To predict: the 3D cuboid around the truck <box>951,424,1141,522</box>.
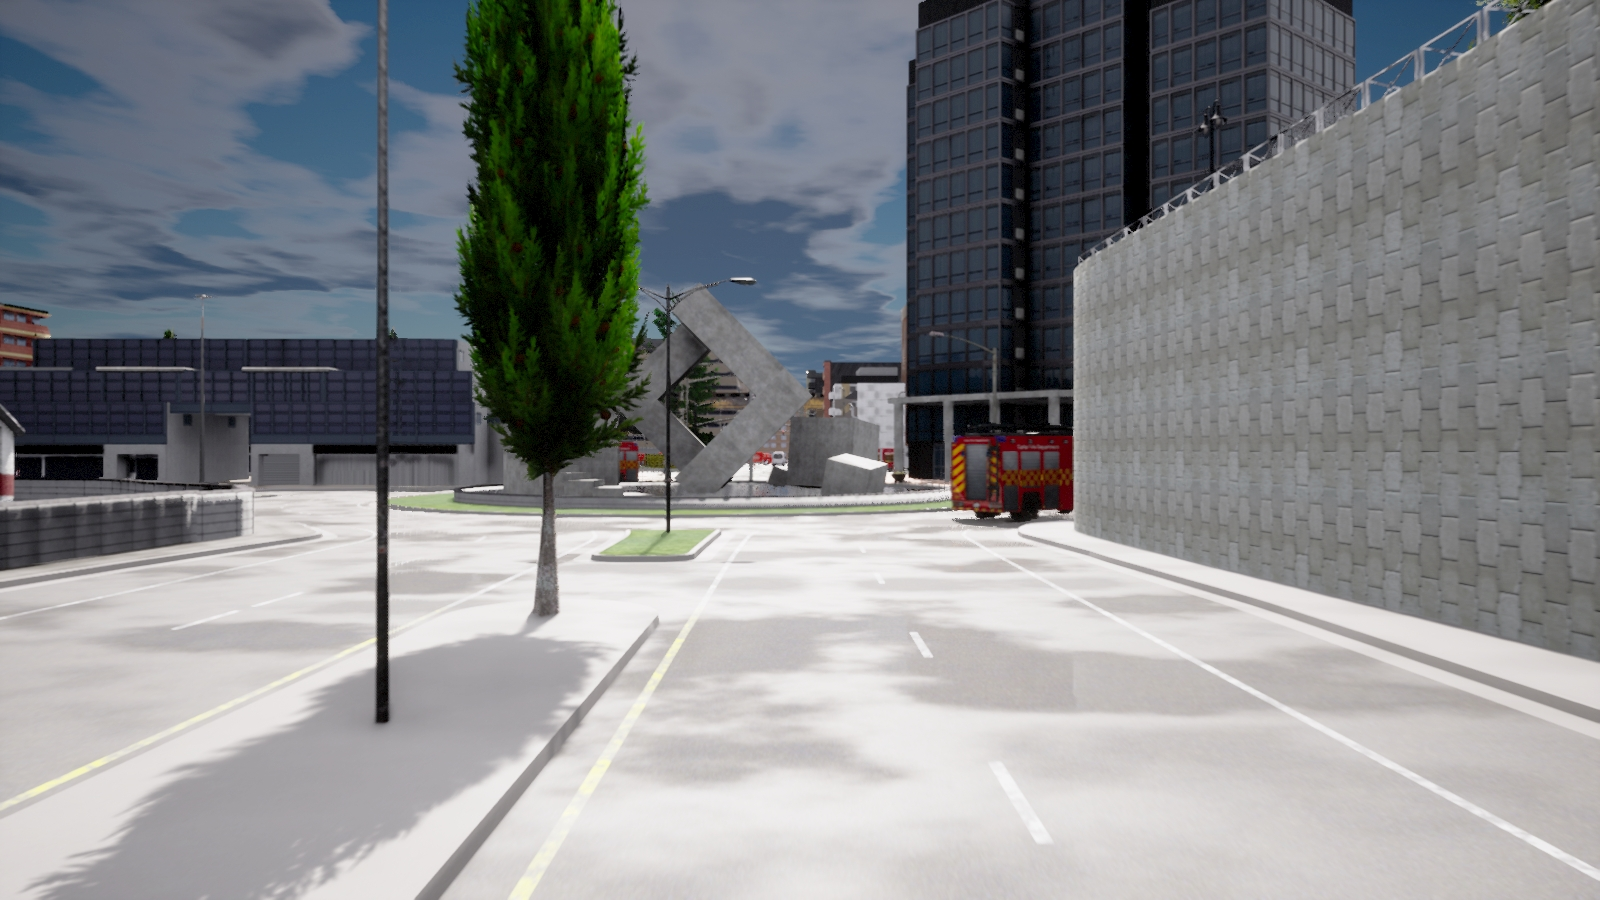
[{"bbox_3d":[10.447,0.897,48.023,8.468,3.827,2.891,0,0,-36],"label":"truck"}]
